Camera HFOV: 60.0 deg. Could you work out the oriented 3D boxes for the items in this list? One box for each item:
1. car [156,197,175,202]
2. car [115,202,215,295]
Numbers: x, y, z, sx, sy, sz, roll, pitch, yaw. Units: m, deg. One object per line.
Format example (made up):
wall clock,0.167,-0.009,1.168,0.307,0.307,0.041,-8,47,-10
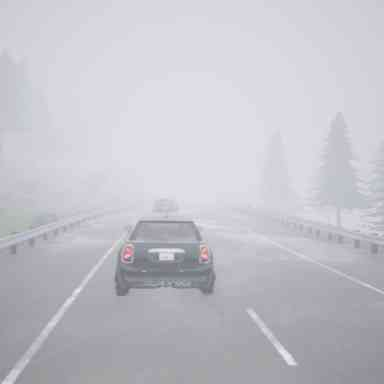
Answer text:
car,-2.158,1.285,27.342,2.097,1.767,4.553,1,0,-3
car,-0.743,1.329,8.861,2.097,1.767,4.553,1,0,-6
